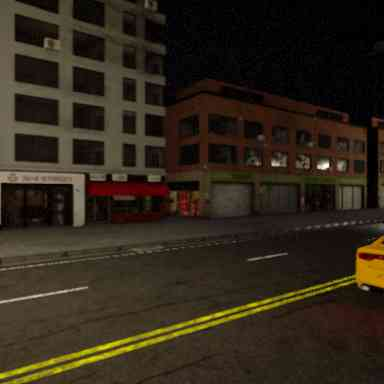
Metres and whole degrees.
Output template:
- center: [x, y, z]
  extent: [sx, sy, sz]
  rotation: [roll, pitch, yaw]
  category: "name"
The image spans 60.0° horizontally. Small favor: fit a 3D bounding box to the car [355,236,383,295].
- center: [5.687, 1.455, 7.495]
  extent: [5.008, 1.535, 1.882]
  rotation: [0, 0, -36]
  category: "car"
